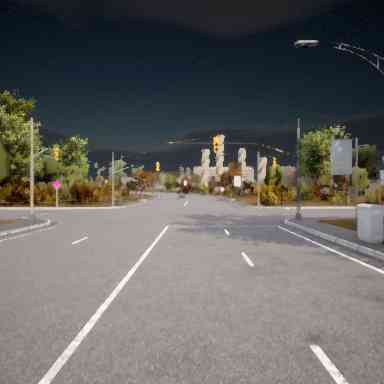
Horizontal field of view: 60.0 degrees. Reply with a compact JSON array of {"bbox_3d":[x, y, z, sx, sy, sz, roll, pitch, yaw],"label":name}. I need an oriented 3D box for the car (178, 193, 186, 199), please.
[{"bbox_3d":[-2.553,0.975,84.796,1.837,1.490,4.892,0,1,0],"label":"car"}]
